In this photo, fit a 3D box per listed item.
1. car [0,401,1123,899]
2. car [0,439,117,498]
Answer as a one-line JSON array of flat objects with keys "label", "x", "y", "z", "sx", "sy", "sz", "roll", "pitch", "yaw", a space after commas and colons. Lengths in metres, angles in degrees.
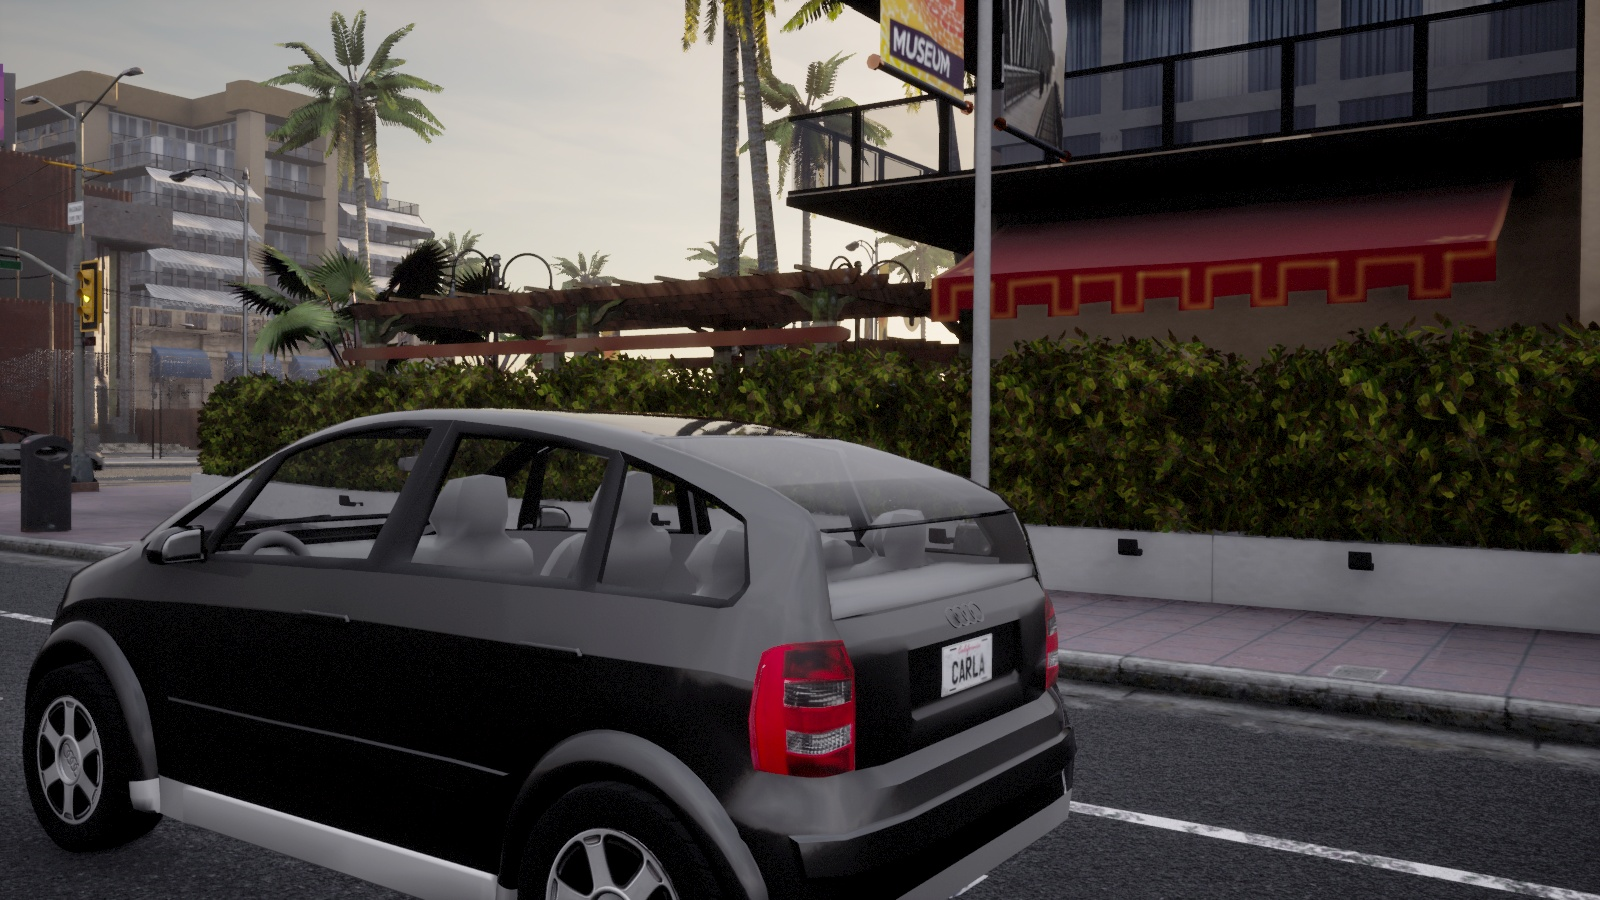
[{"label": "car", "x": -1.011, "y": 0.661, "z": 4.288, "sx": 3.705, "sy": 1.549, "sz": 1.789, "roll": 0, "pitch": 1, "yaw": 34}, {"label": "car", "x": -20.722, "y": 0.478, "z": 33.297, "sx": 1.816, "sy": 1.474, "sz": 4.193, "roll": 0, "pitch": 1, "yaw": 37}]
